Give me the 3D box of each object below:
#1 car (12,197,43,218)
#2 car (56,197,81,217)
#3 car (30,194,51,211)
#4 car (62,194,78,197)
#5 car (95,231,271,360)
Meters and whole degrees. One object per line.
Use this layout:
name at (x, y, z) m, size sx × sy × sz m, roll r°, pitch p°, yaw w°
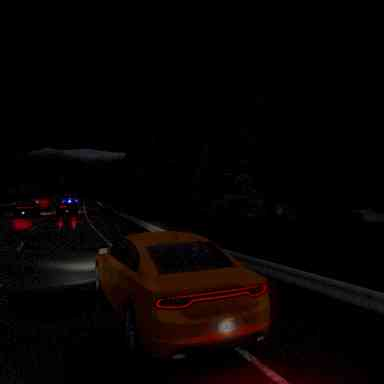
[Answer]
car at (-14.962, 1.505, 30.189) m, size 1.837 × 1.490 × 4.892 m, roll 0°, pitch 0°, yaw -19°
car at (-11.781, 1.492, 31.566) m, size 2.128 × 1.511 × 4.902 m, roll 0°, pitch 0°, yaw -19°
car at (-18.337, 1.221, 40.100) m, size 2.150 × 2.045 × 5.566 m, roll 0°, pitch 0°, yaw -19°
car at (-15.166, 1.221, 41.481) m, size 2.150 × 2.045 × 5.566 m, roll 0°, pitch 0°, yaw -18°
car at (-0.602, 1.478, 6.287) m, size 1.882 × 1.535 × 5.008 m, roll 0°, pitch 0°, yaw -24°
